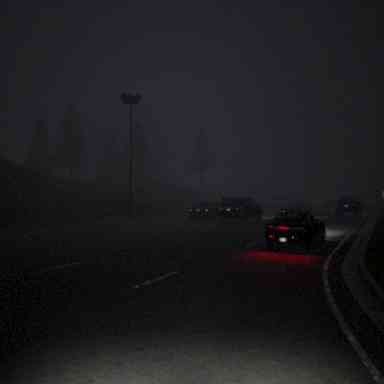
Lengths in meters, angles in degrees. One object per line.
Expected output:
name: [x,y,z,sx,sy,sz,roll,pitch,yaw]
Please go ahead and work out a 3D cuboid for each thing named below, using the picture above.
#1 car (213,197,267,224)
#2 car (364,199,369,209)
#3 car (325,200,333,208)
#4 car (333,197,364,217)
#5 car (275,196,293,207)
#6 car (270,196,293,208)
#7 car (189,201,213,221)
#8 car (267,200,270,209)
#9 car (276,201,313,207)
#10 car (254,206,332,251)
car: [4.167,1.469,27.924,2.150,2.045,5.566,0,0,30]
car: [27.799,1.863,54.716,2.097,1.767,4.553,0,-1,30]
car: [21.711,1.976,51.193,1.837,1.490,4.892,0,-1,30]
car: [17.181,1.559,36.409,2.150,2.045,5.566,0,-1,30]
car: [18.476,1.819,66.549,2.150,2.045,5.566,0,-1,30]
car: [14.646,1.698,52.966,2.150,2.045,5.566,0,0,30]
car: [1.600,1.617,30.472,2.097,1.767,4.553,0,0,30]
car: [12.450,2.064,56.135,1.994,1.385,4.181,0,-1,29]
car: [9.365,1.796,29.907,1.812,1.442,4.674,0,-1,30]
car: [4.746,1.629,14.967,2.128,1.511,4.902,0,0,30]
